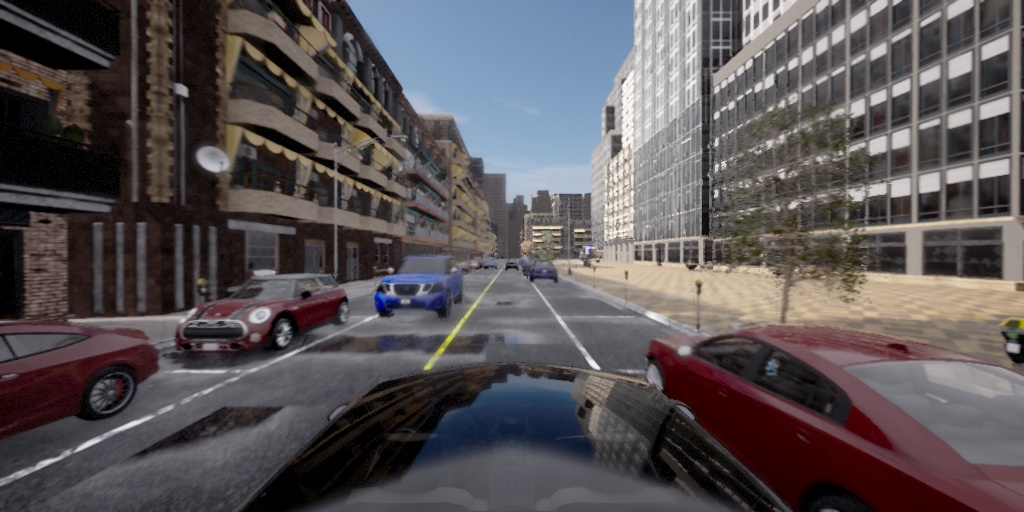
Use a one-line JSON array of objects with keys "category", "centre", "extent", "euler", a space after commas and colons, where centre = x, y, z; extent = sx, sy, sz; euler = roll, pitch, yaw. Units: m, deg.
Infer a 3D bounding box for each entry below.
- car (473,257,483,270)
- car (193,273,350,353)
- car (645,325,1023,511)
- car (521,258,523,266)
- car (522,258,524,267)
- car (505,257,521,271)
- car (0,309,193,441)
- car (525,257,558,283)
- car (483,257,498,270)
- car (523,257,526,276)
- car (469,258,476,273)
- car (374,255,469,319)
[{"category": "car", "centre": [-5.707, 1.286, 52.805], "extent": [1.751, 1.417, 4.829], "euler": [0, 0, 0]}, {"category": "car", "centre": [-5.694, 1.187, 8.762], "extent": [1.967, 1.591, 4.097], "euler": [0, 0, 0]}, {"category": "car", "centre": [2.688, 1.295, 3.238], "extent": [1.888, 1.381, 4.507], "euler": [0, 0, 0]}, {"category": "car", "centre": [2.673, 1.343, 52.977], "extent": [1.802, 1.307, 4.207], "euler": [0, 0, 0]}, {"category": "car", "centre": [2.675, 1.282, 47.620], "extent": [1.751, 1.417, 4.829], "euler": [0, 0, 0]}, {"category": "car", "centre": [0.005, 1.265, 50.131], "extent": [1.837, 1.490, 4.892], "euler": [0, 0, 0]}, {"category": "car", "centre": [-5.692, 1.331, 3.236], "extent": [1.802, 1.307, 4.207], "euler": [0, 0, 0]}, {"category": "car", "centre": [2.382, 1.099, 28.311], "extent": [2.097, 1.767, 4.553], "euler": [0, 0, 0]}, {"category": "car", "centre": [-3.078, 1.309, 53.445], "extent": [2.033, 1.411, 5.357], "euler": [0, 0, 1]}, {"category": "car", "centre": [2.677, 1.193, 41.923], "extent": [1.967, 1.591, 4.097], "euler": [0, 0, 0]}, {"category": "car", "centre": [-5.704, 1.298, 41.921], "extent": [1.888, 1.381, 4.507], "euler": [0, 0, 0]}, {"category": "car", "centre": [-3.100, 0.967, 13.201], "extent": [2.150, 2.045, 5.566], "euler": [0, 0, 0]}]
